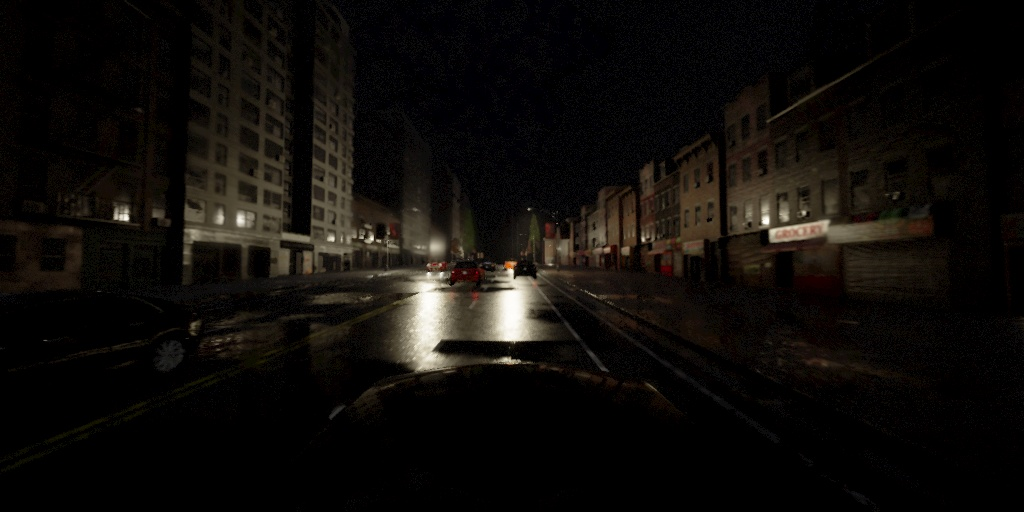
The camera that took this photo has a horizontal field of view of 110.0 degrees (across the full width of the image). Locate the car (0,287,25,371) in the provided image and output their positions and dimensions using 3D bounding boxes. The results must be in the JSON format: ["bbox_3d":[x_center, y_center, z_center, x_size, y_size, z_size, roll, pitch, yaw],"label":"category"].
[{"bbox_3d":[-9.850,1.281,4.242,1.812,1.442,4.674,0,0,0],"label":"car"}]

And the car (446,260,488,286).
[{"bbox_3d":[-3.155,1.145,26.124,2.097,1.767,4.553,0,0,0],"label":"car"}]

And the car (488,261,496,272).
[{"bbox_3d":[-3.157,1.371,47.153,1.994,1.385,4.181,0,0,0],"label":"car"}]

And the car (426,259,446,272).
[{"bbox_3d":[-9.827,1.158,47.343,2.097,1.767,4.553,0,0,0],"label":"car"}]

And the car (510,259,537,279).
[{"bbox_3d":[1.131,1.151,32.836,2.097,1.767,4.553,0,0,0],"label":"car"}]

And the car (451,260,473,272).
[{"bbox_3d":[-6.579,1.300,47.555,2.128,1.511,4.902,0,0,0],"label":"car"}]

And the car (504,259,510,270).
[{"bbox_3d":[-0.005,1.158,52.064,2.097,1.767,4.553,0,0,0],"label":"car"}]

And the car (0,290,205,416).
[{"bbox_3d":[-6.599,1.260,4.572,1.837,1.490,4.892,0,0,0],"label":"car"}]
